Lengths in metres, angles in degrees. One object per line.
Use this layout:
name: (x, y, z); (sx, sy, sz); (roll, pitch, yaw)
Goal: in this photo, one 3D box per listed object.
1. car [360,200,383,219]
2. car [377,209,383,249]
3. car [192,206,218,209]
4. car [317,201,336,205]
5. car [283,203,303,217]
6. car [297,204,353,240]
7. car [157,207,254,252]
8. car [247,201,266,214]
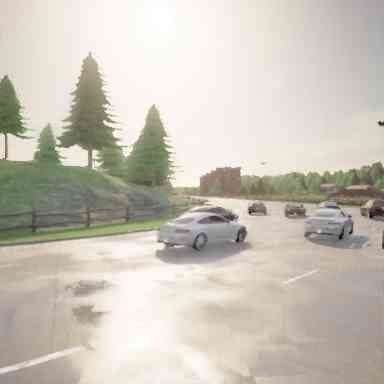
car: (16.726, 1.456, 30.075); (2.097, 1.767, 4.553); (0, 0, 15)
car: (9.151, 1.520, 13.675); (1.882, 1.535, 5.008); (0, 0, 36)
car: (1.232, 1.622, 21.005); (1.837, 1.490, 4.892); (0, 0, 35)
car: (13.735, 1.663, 33.667); (1.812, 1.442, 4.674); (0, 0, 12)
car: (10.204, 1.751, 33.316); (1.895, 1.301, 4.718); (0, 0, 13)
car: (7.248, 1.598, 17.527); (1.812, 1.442, 4.674); (0, 0, 33)
car: (0.548, 1.608, 14.424); (1.812, 1.442, 4.674); (0, 0, 42)
car: (7.345, 1.751, 37.786); (1.994, 1.385, 4.181); (0, 0, 8)
